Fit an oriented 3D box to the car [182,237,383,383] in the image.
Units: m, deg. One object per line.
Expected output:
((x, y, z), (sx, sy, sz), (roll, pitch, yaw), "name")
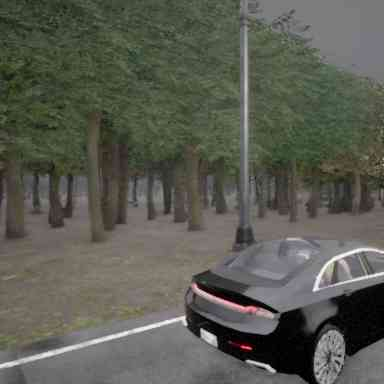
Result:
((2.170, 1.478, 5.298), (4.902, 1.511, 2.128), (0, 0, -35), "car")
